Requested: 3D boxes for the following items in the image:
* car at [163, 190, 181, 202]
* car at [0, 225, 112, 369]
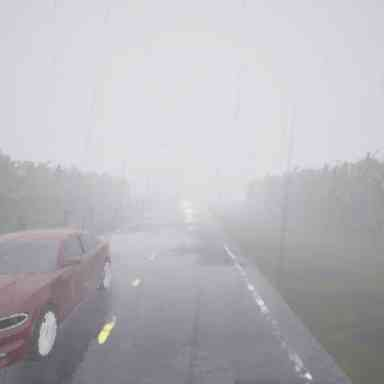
[{"bbox_3d":[-2.742,0.715,46.523,2.150,2.045,5.566,0,0,0],"label":"car"},{"bbox_3d":[-2.848,1.456,6.054,1.882,1.535,5.008,0,0,0],"label":"car"}]
